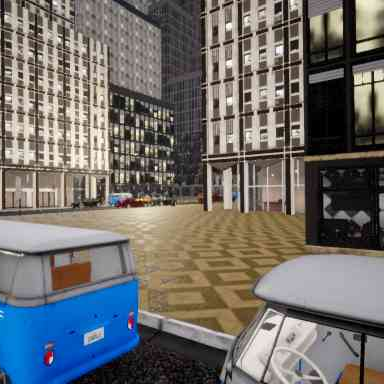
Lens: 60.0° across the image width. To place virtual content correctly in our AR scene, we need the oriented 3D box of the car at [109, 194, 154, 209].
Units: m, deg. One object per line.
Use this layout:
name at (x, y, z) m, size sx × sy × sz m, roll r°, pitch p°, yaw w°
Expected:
car at (-7.037, 1.267, 38.886) m, size 1.887 × 1.381 × 4.507 m, roll 0°, pitch 0°, yaw 36°

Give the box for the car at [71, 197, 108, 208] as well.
car at (-13.819, 1.404, 43.808) m, size 1.947 × 1.339 × 4.313 m, roll 0°, pitch 0°, yaw 36°

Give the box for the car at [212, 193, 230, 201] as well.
car at (6.193, 1.017, 71.098) m, size 1.967 × 1.590 × 4.097 m, roll 0°, pitch 0°, yaw 36°

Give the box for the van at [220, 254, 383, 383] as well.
van at (1.964, 1.341, 1.486) m, size 3.998 × 1.788 × 1.690 m, roll 0°, pitch -1°, yaw 36°

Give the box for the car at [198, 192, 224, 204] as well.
car at (2.963, 0.909, 52.525) m, size 2.192 × 1.841 × 5.009 m, roll 0°, pitch 0°, yaw 36°

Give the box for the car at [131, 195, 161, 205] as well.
car at (-7.249, 1.279, 52.768) m, size 1.752 × 1.417 × 4.829 m, roll 0°, pitch 0°, yaw 36°

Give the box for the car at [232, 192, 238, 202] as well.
car at (6.299, 1.101, 57.072) m, size 2.008 × 1.369 × 4.403 m, roll 0°, pitch 0°, yaw 36°

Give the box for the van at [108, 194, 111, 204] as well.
van at (-10.485, 1.136, 48.356) m, size 1.690 × 1.788 × 3.998 m, roll 0°, pitch 0°, yaw 36°

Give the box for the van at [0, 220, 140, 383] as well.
van at (-2.574, 1.342, 4.728) m, size 3.998 × 1.788 × 1.690 m, roll 0°, pitch -1°, yaw 36°

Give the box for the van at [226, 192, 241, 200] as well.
van at (9.527, 0.872, 75.647) m, size 1.690 × 1.788 × 3.998 m, roll 0°, pitch 0°, yaw 36°

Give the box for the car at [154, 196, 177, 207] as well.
car at (-3.704, 1.231, 43.433) m, size 2.008 × 1.369 × 4.403 m, roll 0°, pitch 0°, yaw 36°
